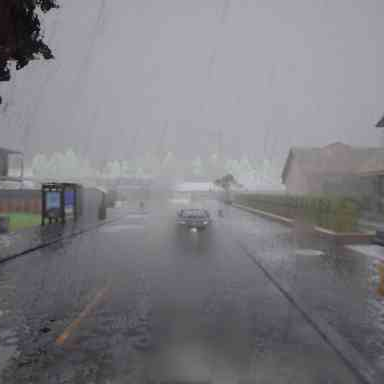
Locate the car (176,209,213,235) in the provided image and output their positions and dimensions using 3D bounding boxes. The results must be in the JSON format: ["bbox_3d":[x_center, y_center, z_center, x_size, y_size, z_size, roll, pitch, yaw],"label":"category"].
[{"bbox_3d":[0.104,1.596,18.870,1.895,1.301,4.718,0,0,0],"label":"car"}]

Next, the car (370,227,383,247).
[{"bbox_3d":[8.887,1.353,10.831,5.357,1.415,2.033,0,0,3],"label":"car"}]
